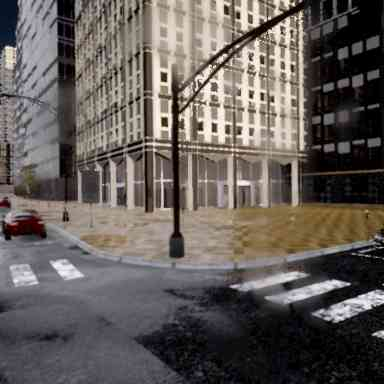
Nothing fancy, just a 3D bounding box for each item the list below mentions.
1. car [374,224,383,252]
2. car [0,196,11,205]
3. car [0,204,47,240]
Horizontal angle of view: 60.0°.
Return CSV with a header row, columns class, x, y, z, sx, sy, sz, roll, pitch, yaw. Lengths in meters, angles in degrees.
class,x,y,z,sx,sy,sz,roll,pitch,yaw
car,8.288,1.448,12.082,4.403,1.369,2.008,-1,0,-36
car,-22.539,1.120,39.225,1.967,1.590,4.097,0,0,-34
car,-8.015,1.452,15.889,1.802,1.307,4.206,0,0,-31
